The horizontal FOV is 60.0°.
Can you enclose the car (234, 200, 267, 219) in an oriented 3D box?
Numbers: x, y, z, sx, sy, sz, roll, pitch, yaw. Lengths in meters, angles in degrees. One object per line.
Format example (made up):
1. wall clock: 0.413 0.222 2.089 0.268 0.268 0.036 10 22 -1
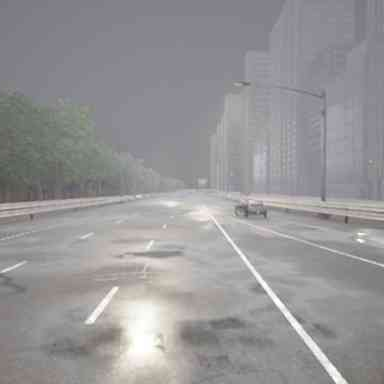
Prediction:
1. car: 4.941 1.394 28.456 2.128 1.511 4.902 0 0 -6
